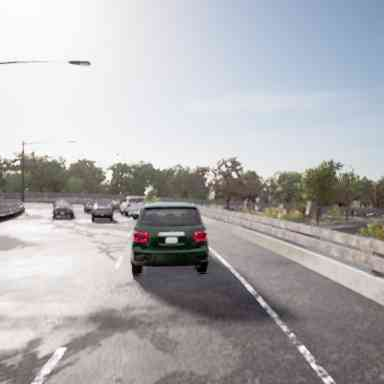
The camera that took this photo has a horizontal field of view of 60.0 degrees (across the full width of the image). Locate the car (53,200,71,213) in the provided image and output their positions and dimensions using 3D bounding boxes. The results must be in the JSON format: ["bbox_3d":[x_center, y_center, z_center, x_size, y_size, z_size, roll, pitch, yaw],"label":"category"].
[{"bbox_3d":[-17.381,1.915,44.400,1.837,1.490,4.892,0,0,-25],"label":"car"}]

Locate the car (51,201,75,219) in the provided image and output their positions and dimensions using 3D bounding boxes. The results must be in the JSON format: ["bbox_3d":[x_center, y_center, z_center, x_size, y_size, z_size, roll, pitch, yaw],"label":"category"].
[{"bbox_3d":[-12.888,1.834,33.392,1.812,1.442,4.674,0,0,-18],"label":"car"}]

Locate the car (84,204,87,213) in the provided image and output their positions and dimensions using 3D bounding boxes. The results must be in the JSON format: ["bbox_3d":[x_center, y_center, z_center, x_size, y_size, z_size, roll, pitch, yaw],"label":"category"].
[{"bbox_3d":[-12.744,1.989,42.639,1.895,1.301,4.718,0,-1,-23],"label":"car"}]

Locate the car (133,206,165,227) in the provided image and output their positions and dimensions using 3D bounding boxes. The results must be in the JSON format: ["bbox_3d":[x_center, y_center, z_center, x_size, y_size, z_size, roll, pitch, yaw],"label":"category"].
[{"bbox_3d":[-3.416,1.831,25.806,1.895,1.301,4.718,0,-1,-14],"label":"car"}]

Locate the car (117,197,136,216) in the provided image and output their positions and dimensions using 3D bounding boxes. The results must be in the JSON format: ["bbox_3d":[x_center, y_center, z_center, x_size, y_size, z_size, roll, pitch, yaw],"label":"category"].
[{"bbox_3d":[-6.495,1.543,36.302,2.150,2.045,5.566,0,-1,-20],"label":"car"}]

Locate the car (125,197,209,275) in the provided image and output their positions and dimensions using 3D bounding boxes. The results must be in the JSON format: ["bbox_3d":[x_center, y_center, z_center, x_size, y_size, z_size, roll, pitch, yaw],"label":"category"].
[{"bbox_3d":[-0.821,1.322,11.084,2.150,2.045,5.566,0,0,-6],"label":"car"}]

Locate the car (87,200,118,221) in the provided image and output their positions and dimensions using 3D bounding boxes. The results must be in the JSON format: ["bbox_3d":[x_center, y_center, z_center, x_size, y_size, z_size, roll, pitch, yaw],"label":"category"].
[{"bbox_3d":[-8.142,1.763,30.030,2.128,1.511,4.902,0,-1,-17],"label":"car"}]
